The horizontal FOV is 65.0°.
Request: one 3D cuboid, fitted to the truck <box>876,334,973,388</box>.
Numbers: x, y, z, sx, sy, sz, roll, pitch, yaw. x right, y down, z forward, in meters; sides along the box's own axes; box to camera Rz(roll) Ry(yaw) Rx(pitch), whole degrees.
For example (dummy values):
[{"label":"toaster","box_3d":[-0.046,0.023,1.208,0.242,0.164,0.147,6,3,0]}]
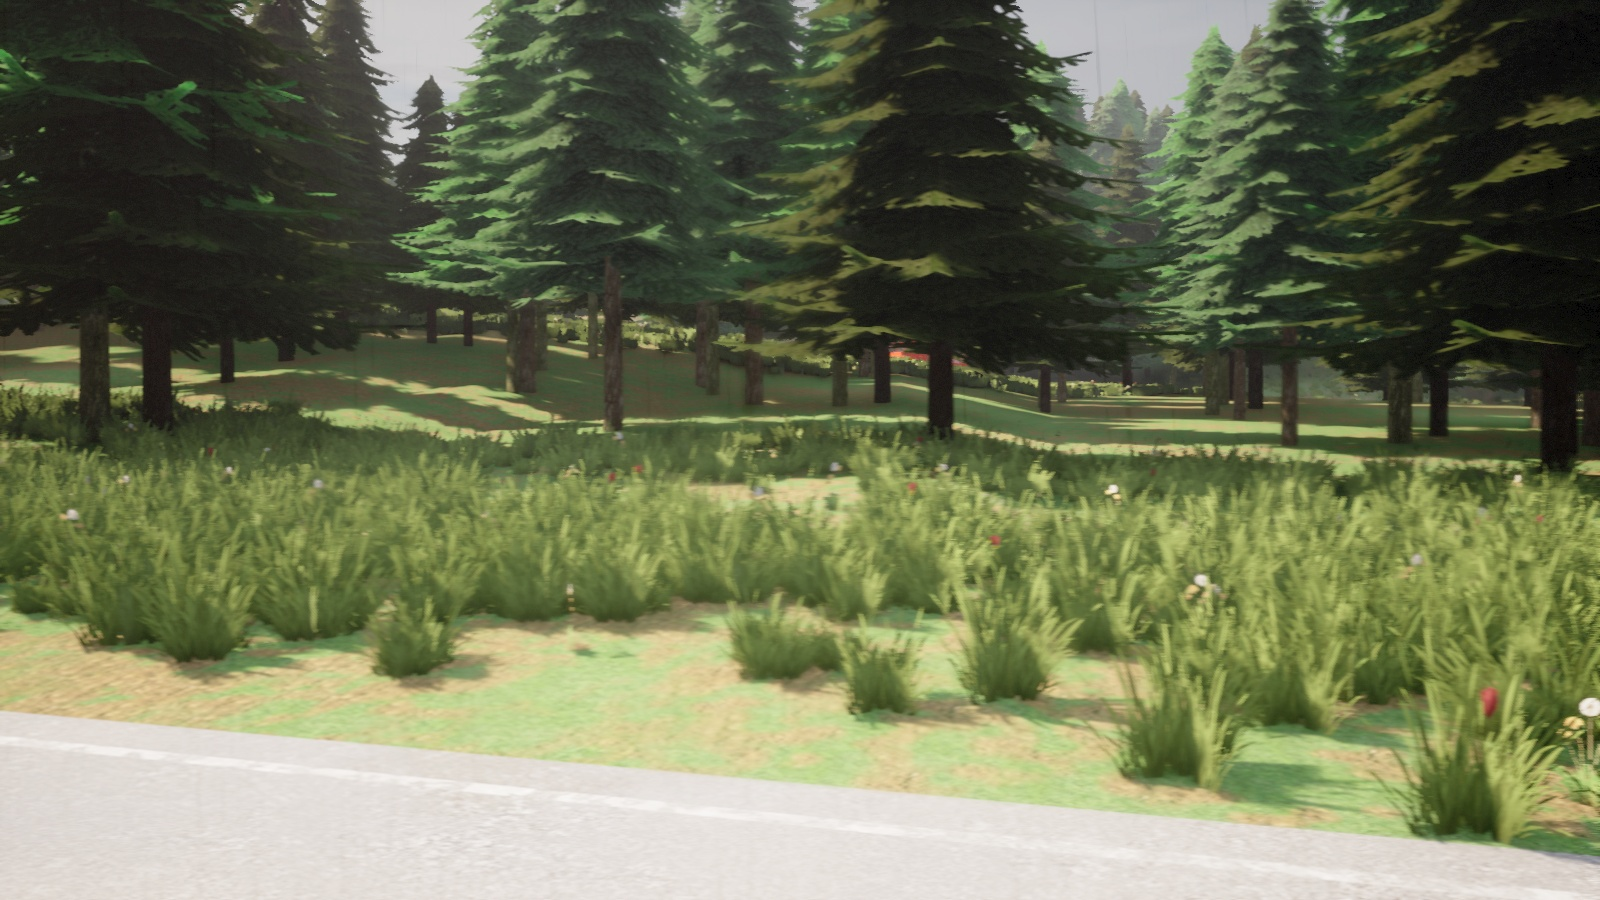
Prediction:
[{"label":"truck","box_3d":[7.343,-5.185,73.997,5.204,2.467,2.627,5,-3,-38]}]
